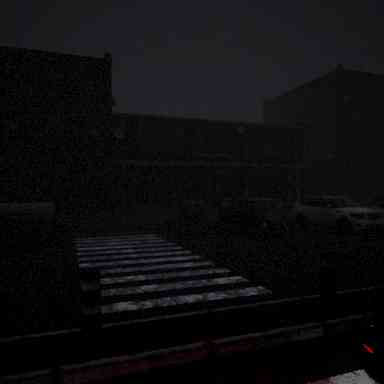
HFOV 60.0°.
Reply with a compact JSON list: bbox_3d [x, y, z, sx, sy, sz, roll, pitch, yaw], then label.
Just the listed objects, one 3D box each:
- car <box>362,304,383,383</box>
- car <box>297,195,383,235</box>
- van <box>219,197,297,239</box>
[{"bbox_3d":[4.110,1.522,3.765,4.674,1.442,1.812,0,0,-21],"label":"car"},{"bbox_3d":[8.205,1.227,19.288,2.435,2.045,5.566,0,0,-21],"label":"car"},{"bbox_3d":[3.096,1.252,17.219,1.878,1.987,4.442,0,0,-21],"label":"van"}]
